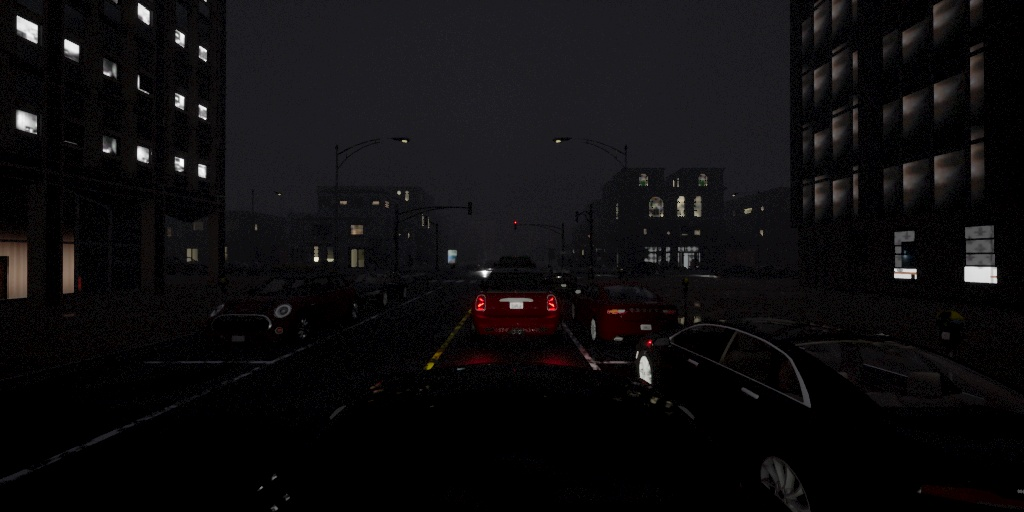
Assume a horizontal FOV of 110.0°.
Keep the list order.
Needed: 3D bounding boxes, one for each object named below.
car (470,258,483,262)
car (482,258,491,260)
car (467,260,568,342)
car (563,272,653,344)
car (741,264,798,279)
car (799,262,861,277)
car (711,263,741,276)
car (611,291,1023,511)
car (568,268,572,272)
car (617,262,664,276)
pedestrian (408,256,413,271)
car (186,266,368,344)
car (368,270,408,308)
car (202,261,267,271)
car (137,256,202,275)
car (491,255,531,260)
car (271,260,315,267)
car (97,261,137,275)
[{"bbox_3d":[-5.709,1.338,53.213,1.802,1.307,4.207,0,0,0],"label":"car"},{"bbox_3d":[-3.092,1.357,52.070,1.895,1.301,4.718,0,0,-1],"label":"car"},{"bbox_3d":[0.096,1.103,9.974,2.097,1.767,4.553,0,0,0],"label":"car"},{"bbox_3d":[2.687,1.296,9.429,1.888,1.381,4.507,0,0,0],"label":"car"},{"bbox_3d":[23.631,1.433,32.434,4.207,1.307,1.802,0,0,1],"label":"car"},{"bbox_3d":[33.714,1.438,38.103,4.892,1.490,1.837,0,0,1],"label":"car"},{"bbox_3d":[23.618,1.447,38.256,4.181,1.385,1.994,0,0,2],"label":"car"},{"bbox_3d":[2.689,1.301,3.737,2.007,1.370,4.403,0,0,0],"label":"car"},{"bbox_3d":[2.683,1.303,20.813,2.007,1.370,4.403,0,0,0],"label":"car"},{"bbox_3d":[13.772,1.339,38.404,4.892,1.490,1.837,0,0,1],"label":"car"},{"bbox_3d":[-12.568,0.885,44.345,0.375,1.860,0.375,0,-1,1],"label":"pedestrian"},{"bbox_3d":[-5.693,1.190,9.443,1.967,1.591,4.097,0,0,0],"label":"car"},{"bbox_3d":[-5.696,1.302,15.135,2.007,1.370,4.403,0,0,0],"label":"car"},{"bbox_3d":[-25.427,1.177,33.206,4.403,1.370,2.007,0,0,1],"label":"car"},{"bbox_3d":[-30.964,0.918,33.289,5.009,1.841,2.192,0,0,1],"label":"car"},{"bbox_3d":[0.113,0.974,20.128,2.150,2.045,5.566,0,0,-1],"label":"car"},{"bbox_3d":[-25.469,1.198,41.588,4.829,1.417,1.751,0,0,1],"label":"car"},{"bbox_3d":[-36.500,1.131,33.372,4.403,1.370,2.007,0,0,1],"label":"car"}]
